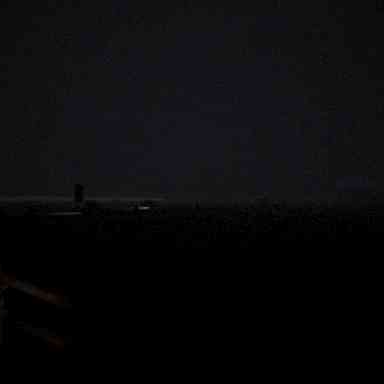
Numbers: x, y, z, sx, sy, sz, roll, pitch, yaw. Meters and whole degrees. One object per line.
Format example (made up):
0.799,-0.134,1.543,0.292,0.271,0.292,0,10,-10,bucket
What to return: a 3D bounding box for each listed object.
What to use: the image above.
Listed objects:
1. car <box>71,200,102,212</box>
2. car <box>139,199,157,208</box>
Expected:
-12.699,1.690,40.475,1.812,1.442,4.674,0,-1,16,car
-7.613,1.952,57.495,1.994,1.385,4.181,0,-1,18,car
